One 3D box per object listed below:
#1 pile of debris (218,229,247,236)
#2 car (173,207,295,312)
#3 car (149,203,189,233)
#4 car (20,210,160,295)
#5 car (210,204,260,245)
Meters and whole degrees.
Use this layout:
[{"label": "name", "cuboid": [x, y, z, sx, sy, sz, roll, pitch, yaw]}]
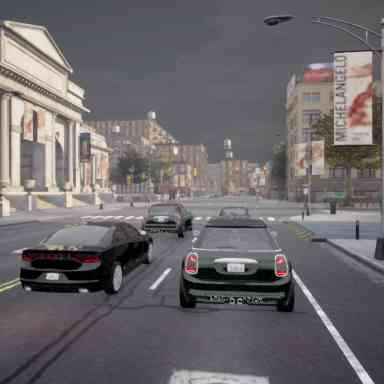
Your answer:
[{"label": "pile of debris", "cuboid": [2.221, 2.175, 18.040, 1.500, 0.140, 1.860, 0, 0, 8]}, {"label": "car", "cuboid": [1.023, 1.352, 7.956, 2.097, 1.767, 4.553, 0, 0, 7]}, {"label": "car", "cuboid": [-1.196, 1.352, 18.009, 2.097, 1.767, 4.553, 0, 0, 8]}, {"label": "car", "cuboid": [-2.395, 1.478, 8.877, 1.882, 1.535, 5.008, 0, 0, 7]}, {"label": "car", "cuboid": [2.163, 1.489, 16.803, 2.128, 1.511, 4.902, 0, 0, 8]}]
